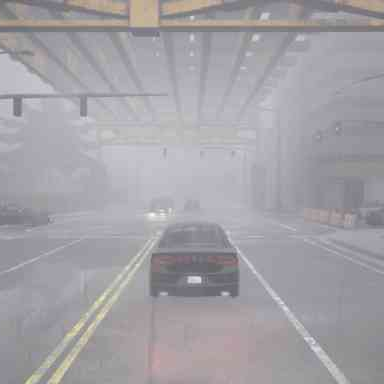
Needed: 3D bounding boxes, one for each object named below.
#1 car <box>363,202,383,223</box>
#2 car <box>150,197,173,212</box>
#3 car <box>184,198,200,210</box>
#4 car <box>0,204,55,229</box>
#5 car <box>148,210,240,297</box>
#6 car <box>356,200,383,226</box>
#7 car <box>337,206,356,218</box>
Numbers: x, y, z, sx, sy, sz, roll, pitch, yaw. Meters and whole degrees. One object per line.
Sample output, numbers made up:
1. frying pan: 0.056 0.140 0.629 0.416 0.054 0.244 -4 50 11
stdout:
1. car: 13.262 1.240 20.940 4.536 1.218 1.853 0 0 -20
2. car: -3.677 1.450 38.330 2.128 1.511 4.902 0 0 0
3. car: 0.018 1.439 40.799 2.128 1.511 4.902 0 0 0
4. car: -11.330 1.490 21.181 4.902 1.511 2.128 0 0 4
5. car: 0.051 1.468 8.617 1.882 1.535 5.008 0 0 0
6. car: 13.213 1.398 20.922 4.974 1.542 2.038 0 0 -20
7. car: 13.577 1.234 25.059 4.536 1.218 1.853 0 0 25
